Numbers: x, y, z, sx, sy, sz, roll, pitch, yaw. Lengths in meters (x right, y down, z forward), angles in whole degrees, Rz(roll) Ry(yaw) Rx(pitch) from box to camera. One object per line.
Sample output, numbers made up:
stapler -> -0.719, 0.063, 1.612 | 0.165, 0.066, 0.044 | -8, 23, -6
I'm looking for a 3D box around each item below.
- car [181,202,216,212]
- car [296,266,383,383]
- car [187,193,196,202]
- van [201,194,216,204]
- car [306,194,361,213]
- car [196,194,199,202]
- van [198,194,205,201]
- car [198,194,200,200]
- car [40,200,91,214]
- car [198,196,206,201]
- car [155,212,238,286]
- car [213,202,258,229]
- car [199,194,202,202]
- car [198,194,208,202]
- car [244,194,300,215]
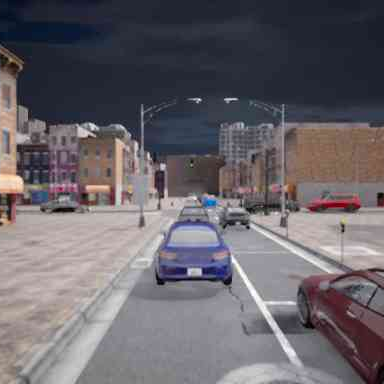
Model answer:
car -> 0.095, 1.552, 19.875 | 2.033, 1.411, 5.357 | 0, 0, 0
car -> 2.636, 1.580, 4.131 | 1.802, 1.307, 4.206 | 0, 0, 0
car -> -0.017, 1.322, 78.239 | 2.150, 2.045, 5.566 | 0, 0, 0
van -> 2.624, 1.386, 48.171 | 1.690, 1.788, 3.998 | 0, 0, 0
car -> 15.377, 1.242, 36.216 | 5.566, 2.045, 2.150 | -1, 0, 0
car -> 2.618, 1.402, 70.071 | 2.192, 1.841, 5.009 | 0, 0, 0
van -> 2.615, 1.477, 91.974 | 1.690, 1.788, 3.998 | 0, 0, 0
car -> 2.622, 1.505, 59.122 | 1.967, 1.590, 4.097 | 0, 0, 0
car -> -12.646, 1.529, 33.397 | 4.902, 1.511, 2.128 | 0, 0, 0
car -> 2.616, 1.674, 86.499 | 2.008, 1.369, 4.403 | 0, 0, 0
car -> 0.034, 1.523, 9.315 | 1.812, 1.442, 4.674 | 0, 0, 0
car -> 2.631, 1.556, 21.168 | 2.008, 1.369, 4.403 | 0, 0, 0
car -> 2.624, 1.494, 53.646 | 1.967, 1.590, 4.097 | 0, 0, 0
car -> 2.617, 1.426, 81.024 | 2.192, 1.841, 5.009 | 0, 0, 0
car -> 7.917, 1.252, 33.311 | 5.566, 2.045, 2.150 | 0, -1, -3
